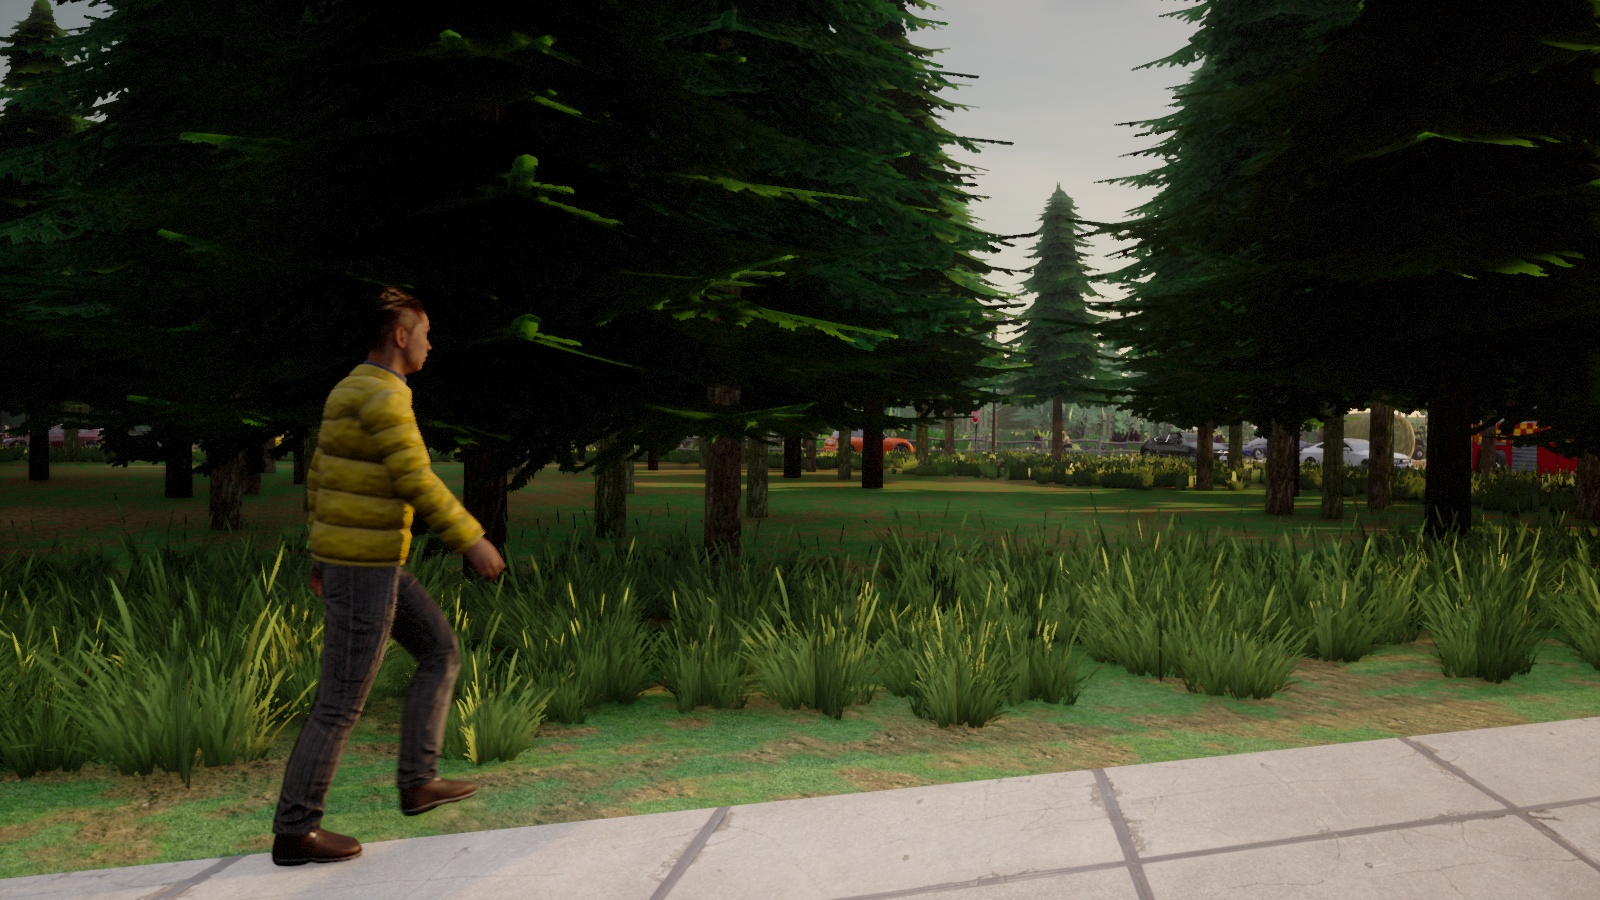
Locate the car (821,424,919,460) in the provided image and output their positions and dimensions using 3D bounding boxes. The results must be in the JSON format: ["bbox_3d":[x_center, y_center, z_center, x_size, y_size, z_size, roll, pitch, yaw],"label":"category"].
[{"bbox_3d":[3.577,-0.440,64.520,4.553,1.767,2.097,-1,1,-18],"label":"car"}]

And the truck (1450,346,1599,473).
[{"bbox_3d":[24.898,-1.245,39.119,2.891,3.827,8.468,-1,1,-21],"label":"truck"}]

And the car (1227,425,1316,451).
[{"bbox_3d":[28.677,-0.763,76.392,4.792,1.488,2.163,-1,1,-18],"label":"car"}]

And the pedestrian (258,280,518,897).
[{"bbox_3d":[-1.345,0.408,4.099,0.709,1.840,0.431,-1,1,-29],"label":"pedestrian"}]

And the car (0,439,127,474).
[{"bbox_3d":[-32.556,0.271,55.574,4.674,1.442,1.812,-1,1,-20],"label":"car"}]

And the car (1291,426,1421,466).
[{"bbox_3d":[21.358,-0.169,48.465,1.812,1.442,4.674,-1,1,-21],"label":"car"}]

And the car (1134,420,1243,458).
[{"bbox_3d":[17.767,-0.528,57.734,2.152,1.651,5.027,-1,1,-21],"label":"car"}]

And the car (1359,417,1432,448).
[{"bbox_3d":[37.596,-1.110,79.296,3.866,1.878,1.905,-1,1,-18],"label":"car"}]
